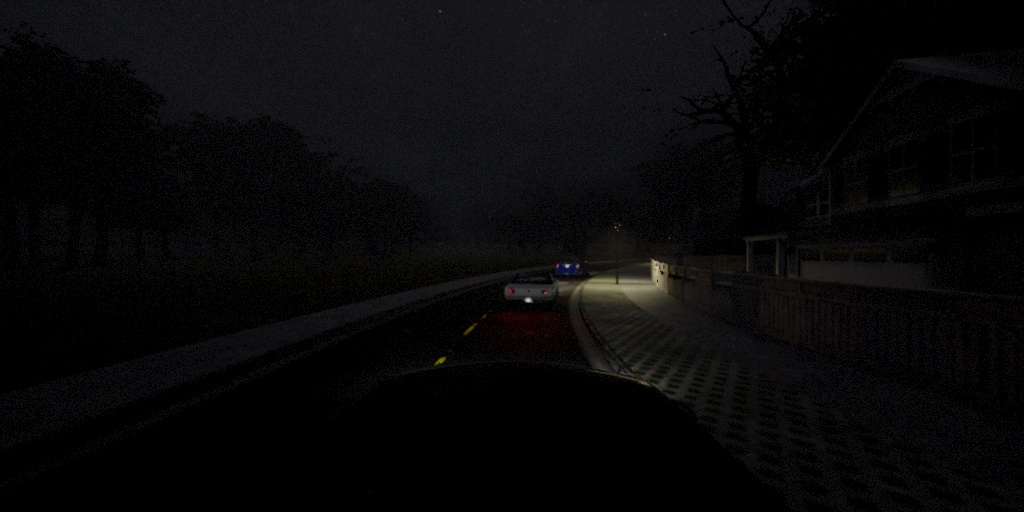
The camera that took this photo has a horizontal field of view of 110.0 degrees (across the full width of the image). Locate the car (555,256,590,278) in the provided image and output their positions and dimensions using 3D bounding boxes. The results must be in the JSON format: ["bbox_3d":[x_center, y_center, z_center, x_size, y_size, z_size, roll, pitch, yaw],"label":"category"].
[{"bbox_3d":[5.062,0.790,29.619,2.097,1.767,4.553,0,1,22],"label":"car"}]

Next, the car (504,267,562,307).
[{"bbox_3d":[1.003,1.338,15.567,1.895,1.301,4.718,0,1,10],"label":"car"}]
